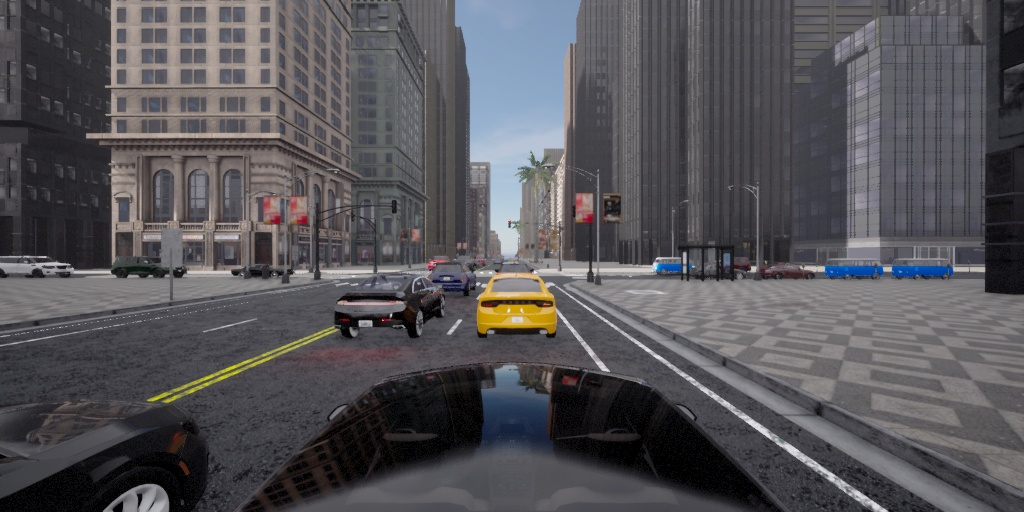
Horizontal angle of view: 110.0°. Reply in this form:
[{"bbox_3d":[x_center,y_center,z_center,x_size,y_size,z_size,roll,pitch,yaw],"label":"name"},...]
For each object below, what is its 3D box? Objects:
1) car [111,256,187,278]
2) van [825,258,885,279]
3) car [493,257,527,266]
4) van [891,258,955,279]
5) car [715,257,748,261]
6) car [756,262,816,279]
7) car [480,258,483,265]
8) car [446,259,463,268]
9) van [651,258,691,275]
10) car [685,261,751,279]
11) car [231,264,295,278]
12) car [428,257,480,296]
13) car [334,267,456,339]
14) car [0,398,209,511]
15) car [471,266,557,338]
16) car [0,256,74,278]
[{"bbox_3d":[-33.016,1.008,32.671,5.566,2.045,2.150,0,0,0],"label":"car"},{"bbox_3d":[28.467,1.082,29.833,3.998,1.789,1.690,0,0,0],"label":"van"},{"bbox_3d":[0.126,1.102,19.302,2.097,1.767,4.553,0,0,0],"label":"car"},{"bbox_3d":[34.144,1.079,29.827,3.998,1.789,1.690,0,0,0],"label":"van"},{"bbox_3d":[22.798,1.035,38.364,5.009,1.841,2.192,0,0,0],"label":"car"},{"bbox_3d":[22.790,1.326,29.839,4.207,1.307,1.802,0,0,0],"label":"car"},{"bbox_3d":[-6.497,1.355,59.824,1.895,1.301,4.718,0,0,0],"label":"car"},{"bbox_3d":[-9.735,1.246,60.796,2.128,1.511,4.902,0,0,1],"label":"car"},{"bbox_3d":[17.120,1.065,38.371,3.998,1.789,1.690,0,0,0],"label":"van"},{"bbox_3d":[17.112,1.299,29.846,4.403,1.370,2.007,0,0,0],"label":"car"},{"bbox_3d":[-22.543,1.375,32.601,4.718,1.301,1.895,0,0,0],"label":"car"},{"bbox_3d":[-3.124,1.102,19.278,2.097,1.767,4.553,0,0,0],"label":"car"},{"bbox_3d":[-3.139,1.241,10.139,2.128,1.511,4.902,0,0,0],"label":"car"},{"bbox_3d":[-3.151,1.255,0.623,1.837,1.490,4.892,0,0,0],"label":"car"},{"bbox_3d":[0.110,1.227,10.229,1.882,1.535,5.008,0,0,0],"label":"car"},{"bbox_3d":[-43.723,1.021,32.744,5.566,2.045,2.150,0,0,0],"label":"car"}]
